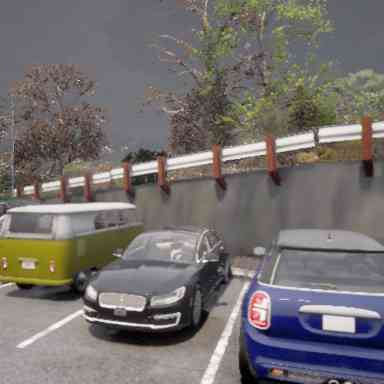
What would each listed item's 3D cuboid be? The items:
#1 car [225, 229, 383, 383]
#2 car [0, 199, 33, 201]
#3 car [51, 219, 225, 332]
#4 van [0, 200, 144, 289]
[{"bbox_3d":[2.043,1.367,5.375,2.185,1.767,4.553,0,-1,16],"label":"car"},{"bbox_3d":[-7.763,1.291,12.412,2.435,2.045,5.566,0,-1,15],"label":"car"},{"bbox_3d":[-0.388,1.507,7.167,2.231,1.521,4.892,0,-1,16],"label":"car"},{"bbox_3d":[-2.823,1.294,9.037,1.878,1.987,4.442,0,-1,16],"label":"van"}]
